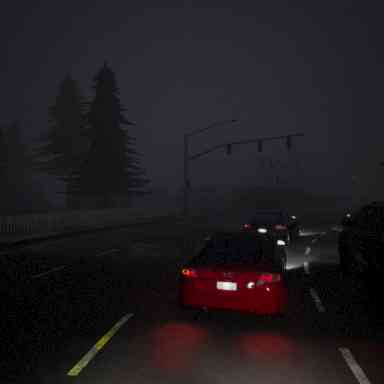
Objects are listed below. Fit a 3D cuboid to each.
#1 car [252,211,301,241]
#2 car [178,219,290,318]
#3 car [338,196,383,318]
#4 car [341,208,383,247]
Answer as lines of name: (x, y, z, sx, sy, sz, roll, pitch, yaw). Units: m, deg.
car: (3.780, 1.564, 15.549, 1.994, 1.385, 4.181, 0, 0, 26)
car: (1.123, 1.564, 7.577, 1.994, 1.385, 4.181, 0, 0, 15)
car: (4.701, 1.221, 7.219, 2.150, 2.045, 5.566, 0, 0, 15)
car: (8.359, 1.564, 15.812, 1.994, 1.385, 4.181, 0, 0, 28)
